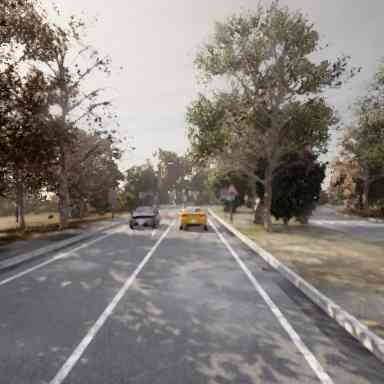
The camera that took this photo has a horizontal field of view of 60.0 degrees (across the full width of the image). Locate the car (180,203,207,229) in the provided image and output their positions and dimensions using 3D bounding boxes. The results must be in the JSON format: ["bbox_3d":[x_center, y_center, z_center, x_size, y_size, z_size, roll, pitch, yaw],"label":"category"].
[{"bbox_3d":[0.105,1.826,24.695,1.882,1.535,5.008,0,-1,0],"label":"car"}]

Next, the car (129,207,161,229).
[{"bbox_3d":[-3.345,1.832,24.241,2.128,1.511,4.902,0,-1,0],"label":"car"}]
